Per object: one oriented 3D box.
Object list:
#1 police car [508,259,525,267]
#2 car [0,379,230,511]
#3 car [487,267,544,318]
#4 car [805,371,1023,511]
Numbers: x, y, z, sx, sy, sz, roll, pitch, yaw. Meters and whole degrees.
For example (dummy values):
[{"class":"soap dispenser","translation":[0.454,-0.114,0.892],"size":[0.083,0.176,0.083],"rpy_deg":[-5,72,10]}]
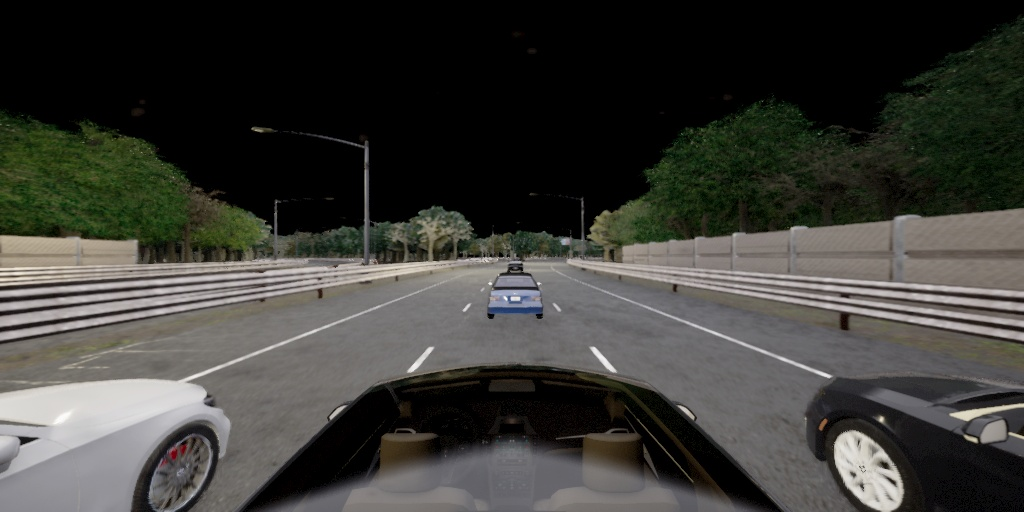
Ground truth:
[{"class":"police car","translation":[0.523,1.195,43.947],"size":[1.930,1.638,5.238],"rpy_deg":[0,0,2]},{"class":"car","translation":[-3.401,1.276,1.189],"size":[1.812,1.442,4.674],"rpy_deg":[0,0,0]},{"class":"car","translation":[0.100,1.300,13.018],"size":[2.033,1.411,5.357],"rpy_deg":[0,0,0]},{"class":"car","translation":[3.600,1.254,1.273],"size":[1.837,1.490,4.892],"rpy_deg":[0,0,0]}]
